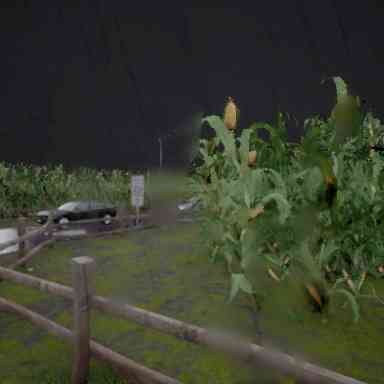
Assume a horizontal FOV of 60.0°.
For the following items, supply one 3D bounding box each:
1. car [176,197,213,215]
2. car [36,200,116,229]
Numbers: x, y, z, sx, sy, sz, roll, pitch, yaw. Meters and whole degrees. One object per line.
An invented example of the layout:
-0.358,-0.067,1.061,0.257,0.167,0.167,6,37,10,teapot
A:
0.462,1.208,30.628,2.128,1.511,4.902,1,1,36,car
-6.936,1.280,20.293,1.882,1.535,5.008,1,1,36,car
